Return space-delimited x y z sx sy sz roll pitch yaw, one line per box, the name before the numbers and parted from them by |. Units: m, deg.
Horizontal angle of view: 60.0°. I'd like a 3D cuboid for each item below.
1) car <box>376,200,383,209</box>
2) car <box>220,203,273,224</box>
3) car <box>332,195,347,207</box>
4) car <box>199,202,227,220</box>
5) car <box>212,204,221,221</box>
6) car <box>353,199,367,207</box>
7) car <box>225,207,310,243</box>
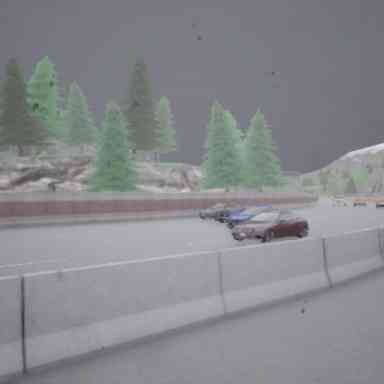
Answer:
car | 30.196 1.890 52.491 2.033 1.411 5.357 0 0 32
car | 4.345 1.622 21.228 5.008 1.535 1.882 0 0 -42
car | 27.453 1.640 61.777 2.150 2.045 5.566 0 0 28
car | 2.690 1.706 29.253 4.892 1.490 1.837 0 0 -44
car | 4.024 1.776 25.665 4.718 1.301 1.895 0 -1 -43
car | 29.514 1.937 58.334 1.994 1.385 4.181 0 0 30
car | 3.982 1.636 16.246 4.674 1.442 1.812 0 0 -41
